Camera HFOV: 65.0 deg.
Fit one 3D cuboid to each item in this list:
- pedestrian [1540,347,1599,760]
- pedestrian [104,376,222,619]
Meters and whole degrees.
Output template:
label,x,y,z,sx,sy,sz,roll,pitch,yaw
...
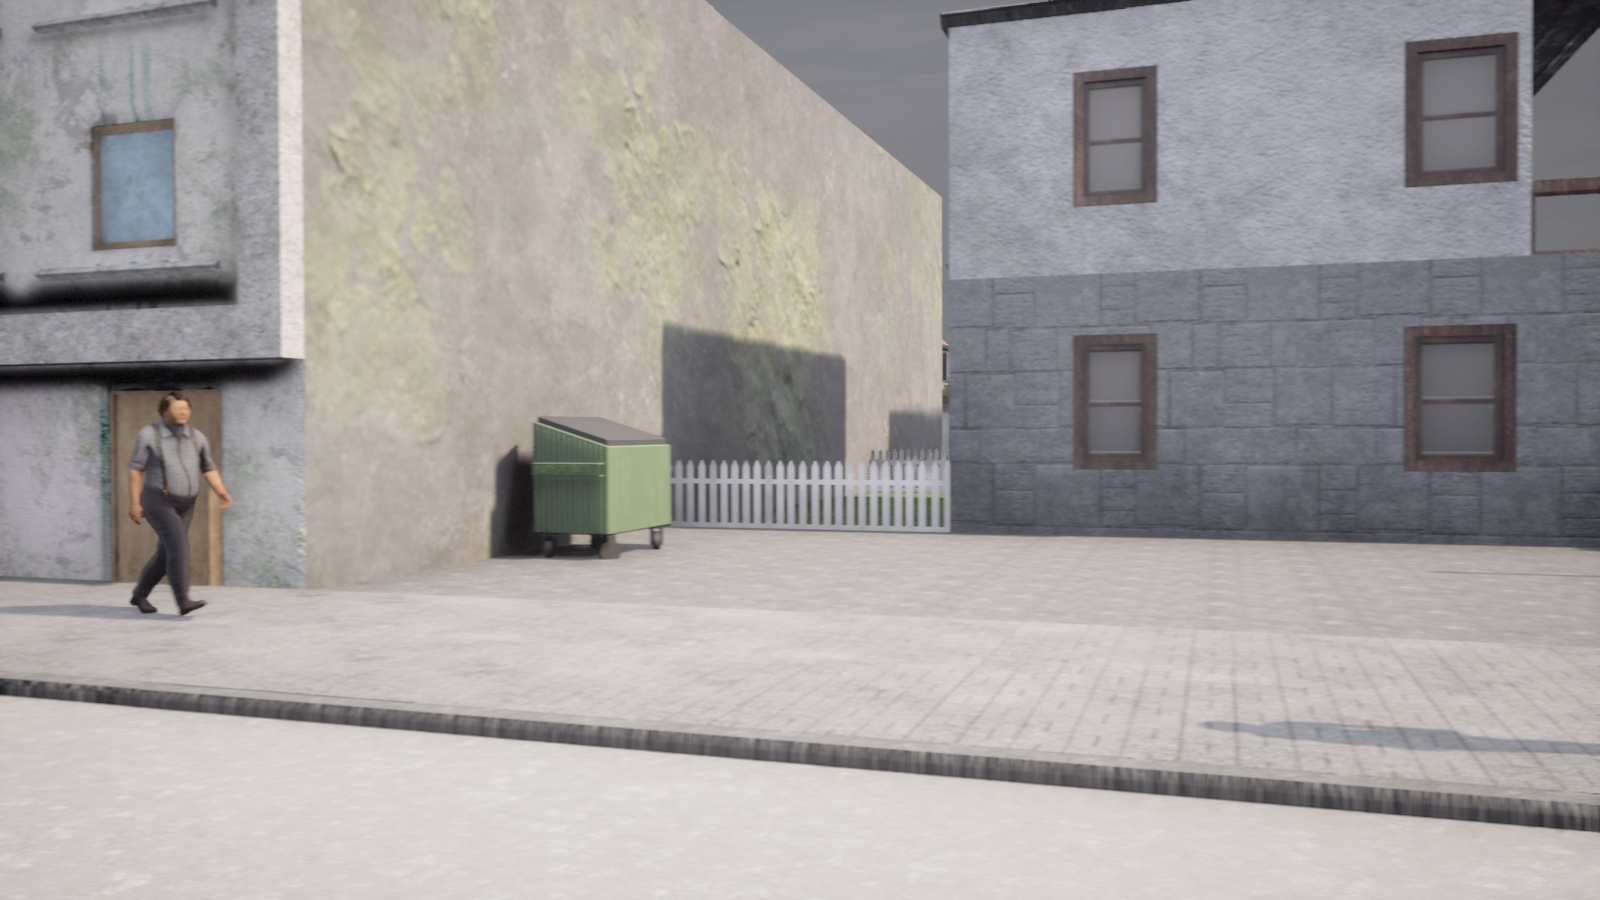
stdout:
label,x,y,z,sx,sy,sz,roll,pitch,yaw
pedestrian,3.730,0.460,5.647,0.345,1.836,0.594,-1,1,-40
pedestrian,-5.053,0.357,9.974,0.694,1.848,0.540,1,1,31
